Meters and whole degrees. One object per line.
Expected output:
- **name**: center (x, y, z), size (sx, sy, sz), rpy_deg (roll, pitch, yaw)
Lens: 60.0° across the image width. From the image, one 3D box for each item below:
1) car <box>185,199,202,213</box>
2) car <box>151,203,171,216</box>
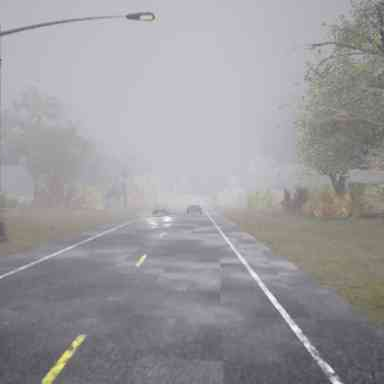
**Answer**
- **car**: center (0.262, 1.949, 42.582), size (1.812, 1.442, 4.674), rpy_deg (0, -1, 0)
- **car**: center (-3.472, 1.979, 37.985), size (1.895, 1.301, 4.718), rpy_deg (0, -1, 1)
